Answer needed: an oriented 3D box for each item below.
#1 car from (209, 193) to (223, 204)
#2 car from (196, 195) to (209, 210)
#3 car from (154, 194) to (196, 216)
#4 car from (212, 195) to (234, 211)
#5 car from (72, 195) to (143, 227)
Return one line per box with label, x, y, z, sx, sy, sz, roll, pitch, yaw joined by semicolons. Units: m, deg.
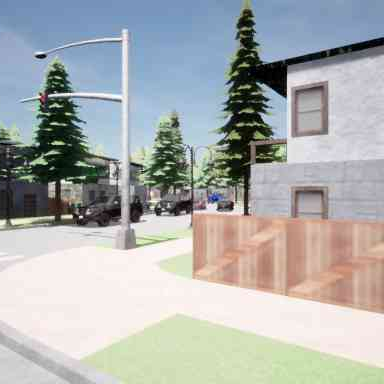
car;4.296;1.202;60.841;2.150;2.045;5.566;0;0;-9
car;0.535;1.333;42.058;2.097;1.767;4.553;0;0;9
car;-1.723;1.202;32.459;2.150;2.045;5.566;0;0;18
car;4.125;1.472;41.133;2.128;1.511;4.902;0;0;9
car;-5.618;1.202;23.083;2.150;2.045;5.566;0;0;27
